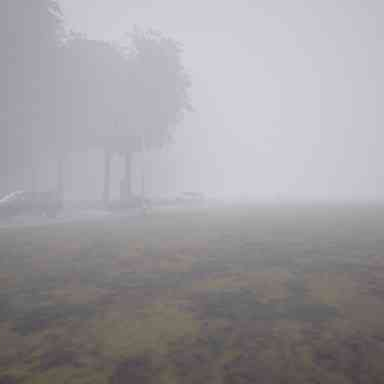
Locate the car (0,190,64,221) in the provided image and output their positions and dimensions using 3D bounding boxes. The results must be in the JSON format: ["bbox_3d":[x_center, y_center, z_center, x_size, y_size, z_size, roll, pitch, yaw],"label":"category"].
[{"bbox_3d":[-12.293,0.924,24.552,2.150,2.045,5.566,1,2,34],"label":"car"}]

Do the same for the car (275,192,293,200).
[{"bbox_3d":[16.555,0.671,59.650,1.895,1.301,4.718,1,1,36],"label":"car"}]

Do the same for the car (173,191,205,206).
[{"bbox_3d":[-0.291,0.704,41.255,2.097,1.767,4.553,1,1,36],"label":"car"}]

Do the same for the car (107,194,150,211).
[{"bbox_3d":[-6.229,1.022,33.018,1.837,1.490,4.892,1,2,36],"label":"car"}]

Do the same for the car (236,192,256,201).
[{"bbox_3d":[8.759,0.671,53.680,1.812,1.442,4.674,1,1,36],"label":"car"}]
